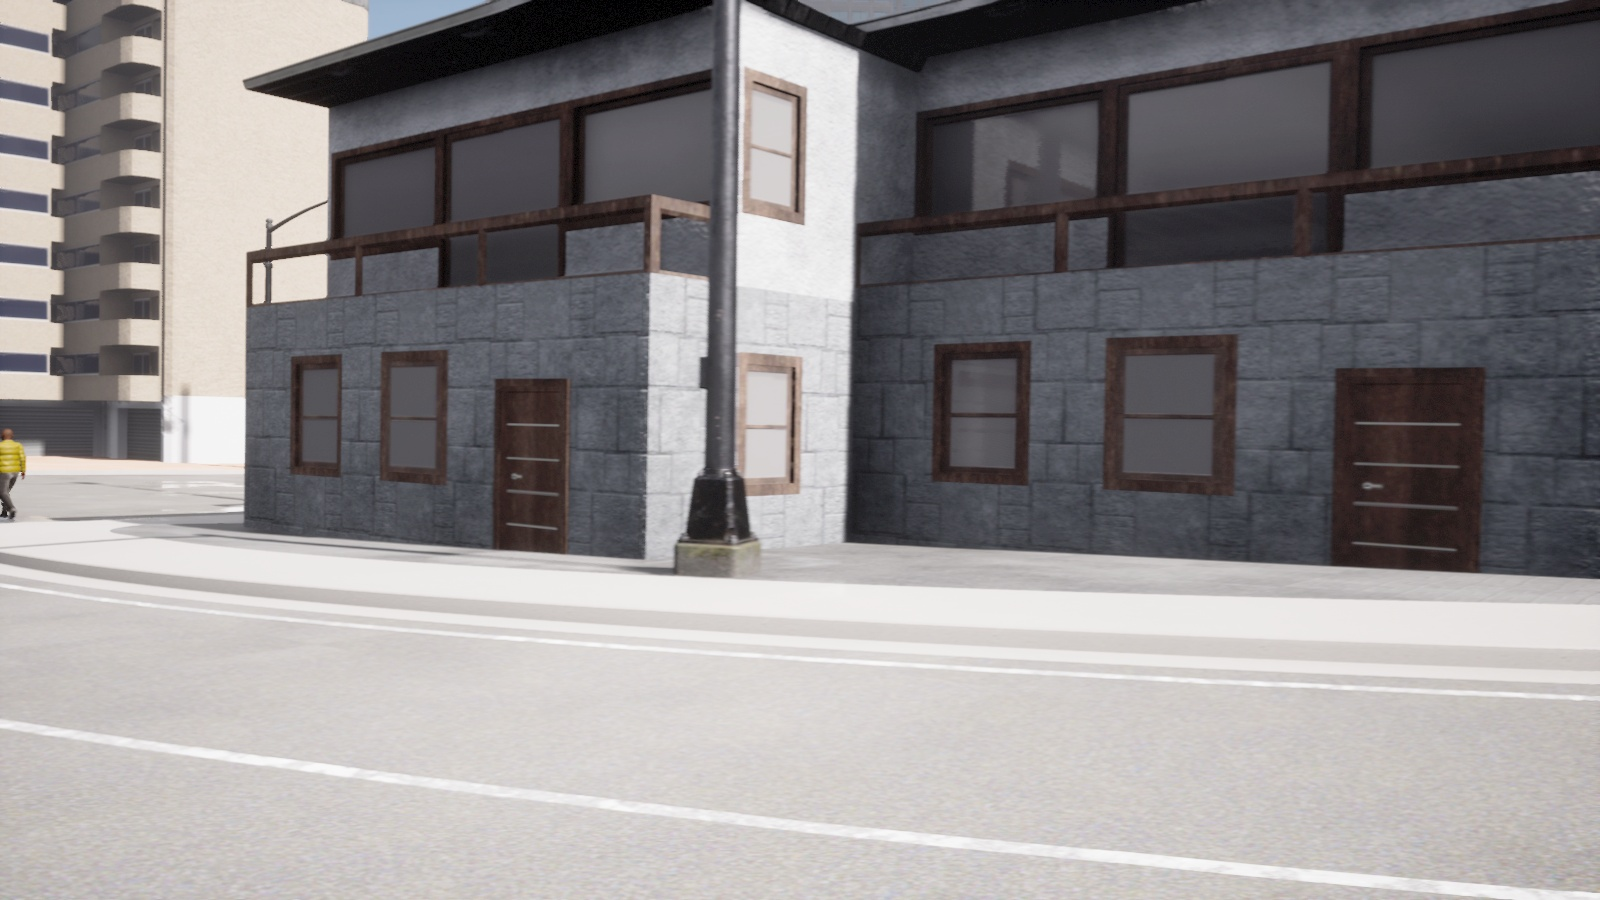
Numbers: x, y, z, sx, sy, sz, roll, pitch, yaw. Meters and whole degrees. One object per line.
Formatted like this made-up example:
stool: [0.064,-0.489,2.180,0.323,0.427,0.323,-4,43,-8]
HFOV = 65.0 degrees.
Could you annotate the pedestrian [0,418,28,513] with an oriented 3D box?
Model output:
pedestrian: [-15.512,0.292,24.603,0.726,1.835,0.370,2,2,35]
